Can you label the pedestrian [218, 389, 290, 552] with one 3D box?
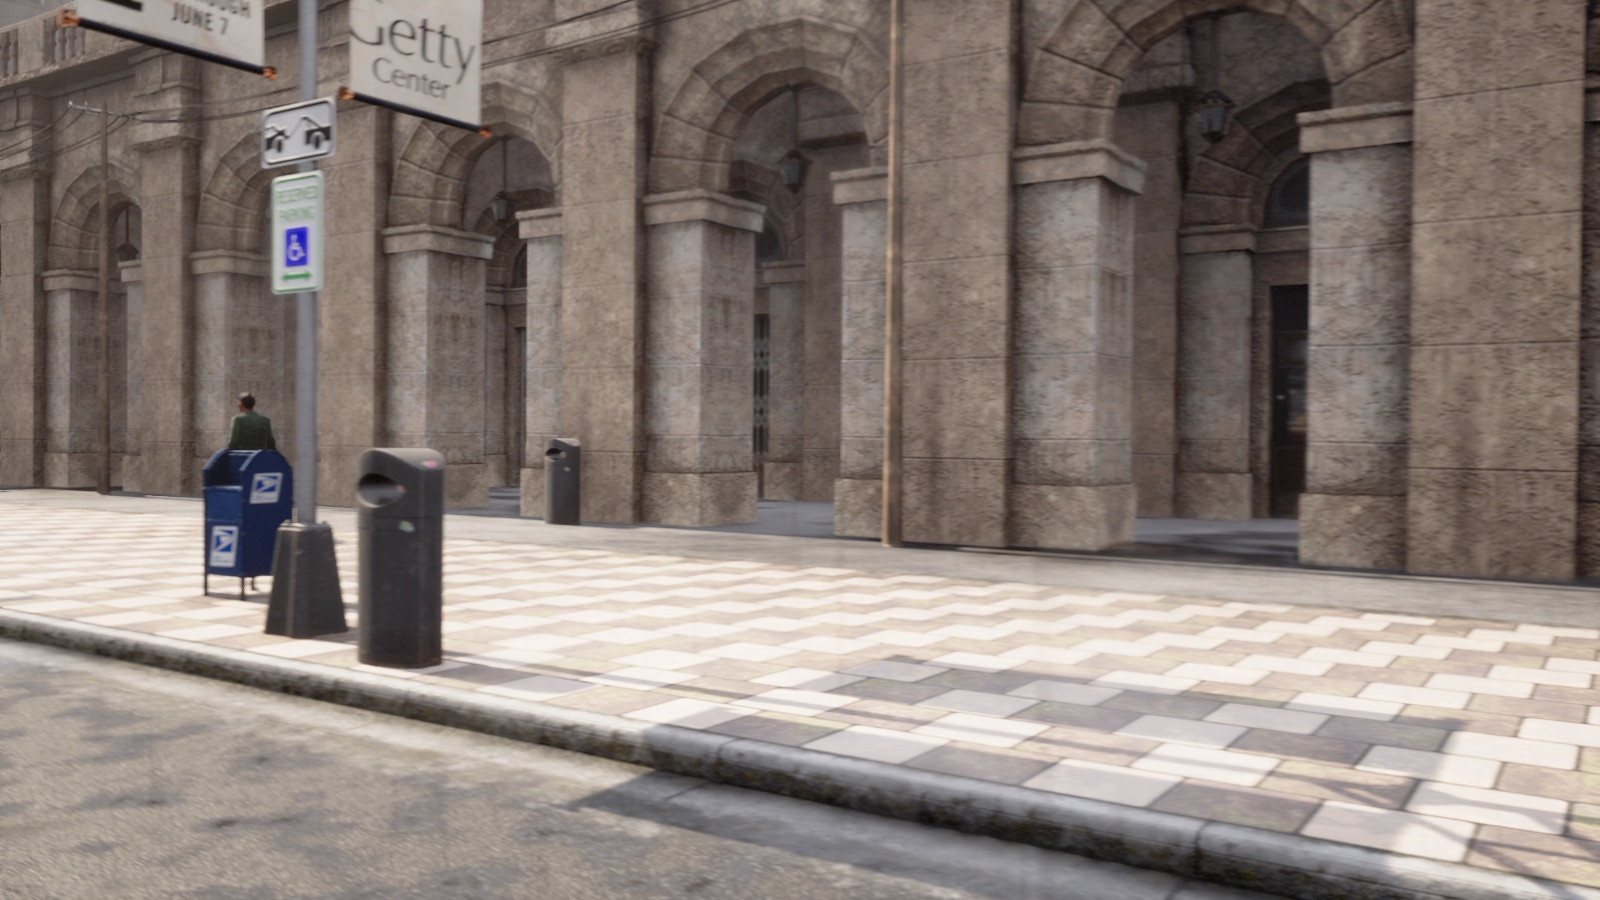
[{"bbox_3d":[-6.693,0.239,15.379,0.788,1.949,0.423,0,1,34],"label":"pedestrian"}]
